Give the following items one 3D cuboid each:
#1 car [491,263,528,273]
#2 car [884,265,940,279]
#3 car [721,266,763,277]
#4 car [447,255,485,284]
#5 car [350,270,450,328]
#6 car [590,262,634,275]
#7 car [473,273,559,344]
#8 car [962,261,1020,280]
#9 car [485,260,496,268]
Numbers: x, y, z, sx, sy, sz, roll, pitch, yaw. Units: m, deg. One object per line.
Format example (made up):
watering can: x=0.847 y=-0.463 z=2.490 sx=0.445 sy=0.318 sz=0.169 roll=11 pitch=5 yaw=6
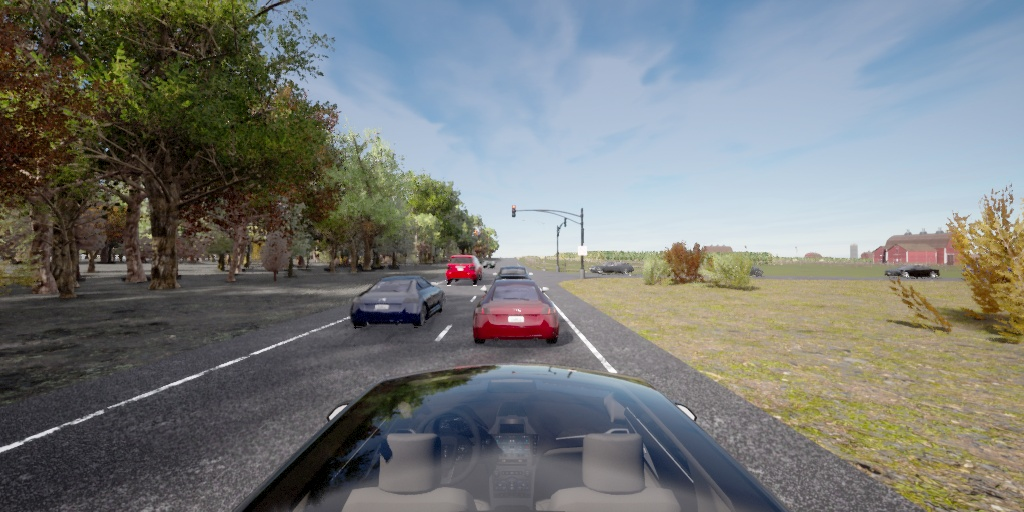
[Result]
car: x=0.049 y=1.259 z=18.550 sx=1.837 sy=1.490 sz=4.892 roll=0 pitch=0 yaw=0
car: x=45.604 y=1.784 z=40.954 sx=5.008 sy=1.535 sz=1.882 roll=1 pitch=-1 yaw=0
car: x=26.153 y=1.657 z=41.006 sx=4.181 sy=1.385 sz=1.994 roll=1 pitch=-1 yaw=0
car: x=-3.480 y=0.978 z=26.810 sx=2.150 sy=2.045 sz=5.566 roll=0 pitch=0 yaw=0
car: x=-3.431 y=1.316 z=11.437 sx=1.994 sy=1.385 sz=4.181 roll=0 pitch=0 yaw=0
car: x=11.516 y=1.431 z=41.389 sx=4.902 sy=1.511 sz=2.128 roll=1 pitch=-1 yaw=5
car: x=0.075 y=1.316 z=9.638 sx=1.994 sy=1.385 sz=4.181 roll=0 pitch=0 yaw=0
car: x=50.587 y=1.522 z=37.372 sx=5.566 sy=2.045 sz=2.150 roll=1 pitch=-1 yaw=1
car: x=-3.591 y=1.355 z=58.230 sx=1.895 sy=1.301 sz=4.718 roll=0 pitch=0 yaw=0
